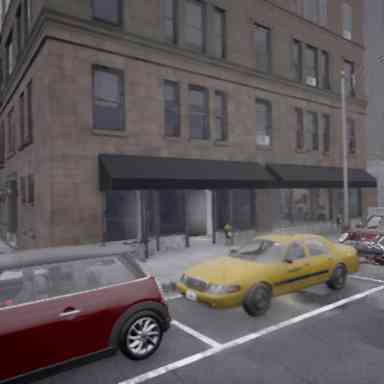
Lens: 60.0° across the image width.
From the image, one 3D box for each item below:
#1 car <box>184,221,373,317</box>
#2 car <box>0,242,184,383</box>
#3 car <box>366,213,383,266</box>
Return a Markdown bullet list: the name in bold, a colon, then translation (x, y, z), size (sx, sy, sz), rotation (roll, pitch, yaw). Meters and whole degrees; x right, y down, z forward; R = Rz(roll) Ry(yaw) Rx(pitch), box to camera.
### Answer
- **car**: translation (1.937, 1.560, 7.549), size (4.829, 1.417, 1.752), rotation (-1, -1, -36)
- **car**: translation (-2.400, 1.542, 4.417), size (4.097, 1.590, 1.967), rotation (-1, -1, -36)
- **car**: translation (6.546, 1.404, 10.882), size (4.097, 1.590, 1.967), rotation (-1, -1, -36)
